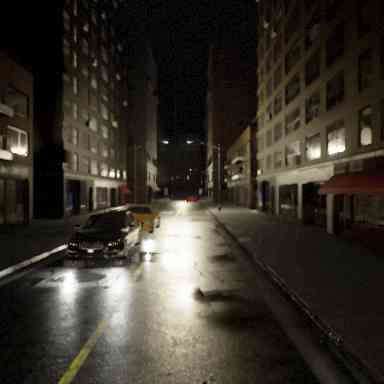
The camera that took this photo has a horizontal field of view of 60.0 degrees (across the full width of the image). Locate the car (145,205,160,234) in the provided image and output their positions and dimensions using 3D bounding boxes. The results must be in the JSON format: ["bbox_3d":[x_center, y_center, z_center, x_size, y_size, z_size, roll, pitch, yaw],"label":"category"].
[{"bbox_3d":[-3.003,1.503,19.540,1.882,1.535,5.008,0,0,0],"label":"car"}]

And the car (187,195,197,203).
[{"bbox_3d":[-0.011,1.315,66.706,2.097,1.767,4.553,0,0,0],"label":"car"}]

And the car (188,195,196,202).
[{"bbox_3d":[-0.013,1.417,76.806,1.882,1.535,5.008,0,0,0],"label":"car"}]

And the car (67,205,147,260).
[{"bbox_3d":[-3.076,1.494,12.505,1.837,1.490,4.892,0,1,0],"label":"car"}]
